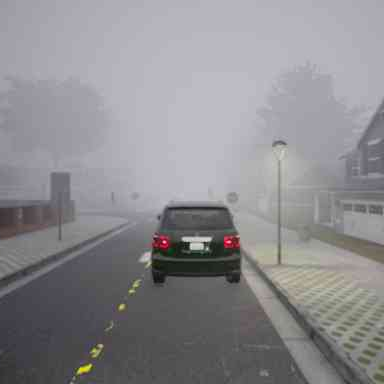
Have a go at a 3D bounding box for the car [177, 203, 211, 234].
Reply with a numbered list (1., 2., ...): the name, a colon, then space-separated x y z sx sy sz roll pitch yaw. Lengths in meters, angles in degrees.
1. car: 0.131 1.557 21.046 1.882 1.535 5.008 0 0 0

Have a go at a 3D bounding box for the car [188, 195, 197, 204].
1. car: 0.101 1.611 76.037 2.150 2.045 5.566 0 0 0

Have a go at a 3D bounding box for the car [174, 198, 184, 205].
1. car: -2.657 1.908 70.555 1.994 1.385 4.181 0 0 0

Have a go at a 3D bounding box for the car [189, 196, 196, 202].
1. car: 0.116 1.806 86.426 1.837 1.490 4.892 0 0 0

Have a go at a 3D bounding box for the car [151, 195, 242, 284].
1. car: 0.109 1.254 9.826 2.150 2.045 5.566 0 0 0

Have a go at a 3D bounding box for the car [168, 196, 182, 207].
1. car: -2.746 1.618 55.841 2.097 1.767 4.553 0 0 0
